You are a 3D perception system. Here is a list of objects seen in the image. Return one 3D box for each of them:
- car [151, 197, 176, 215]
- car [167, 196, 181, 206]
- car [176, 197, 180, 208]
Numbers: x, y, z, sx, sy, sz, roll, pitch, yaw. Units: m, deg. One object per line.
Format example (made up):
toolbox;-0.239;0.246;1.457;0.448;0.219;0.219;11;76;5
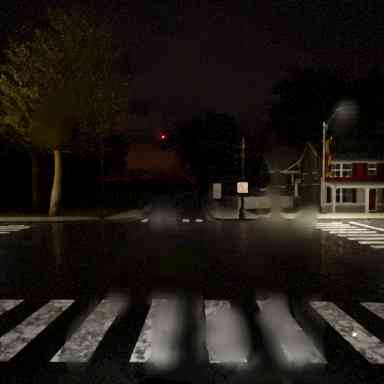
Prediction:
car;-2.973;1.447;33.816;1.882;1.535;5.008;0;0;0
car;-2.889;1.484;54.747;2.033;1.411;5.357;0;0;0
car;-2.933;1.460;44.119;1.837;1.490;4.892;0;0;0
